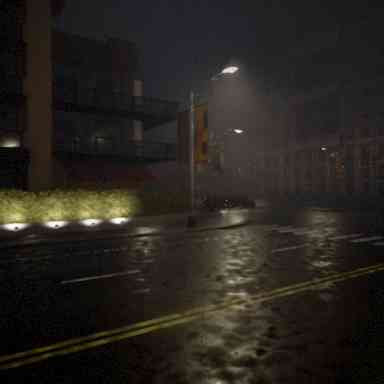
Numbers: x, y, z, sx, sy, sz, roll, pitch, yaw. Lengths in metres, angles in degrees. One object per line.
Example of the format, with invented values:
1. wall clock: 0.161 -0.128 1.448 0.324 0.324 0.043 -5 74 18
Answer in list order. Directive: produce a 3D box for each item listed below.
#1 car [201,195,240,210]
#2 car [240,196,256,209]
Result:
1. car: 2.864 1.221 37.684 1.837 1.490 4.892 0 1 -33
2. car: 5.494 1.171 40.054 1.882 1.535 5.008 0 1 -33
